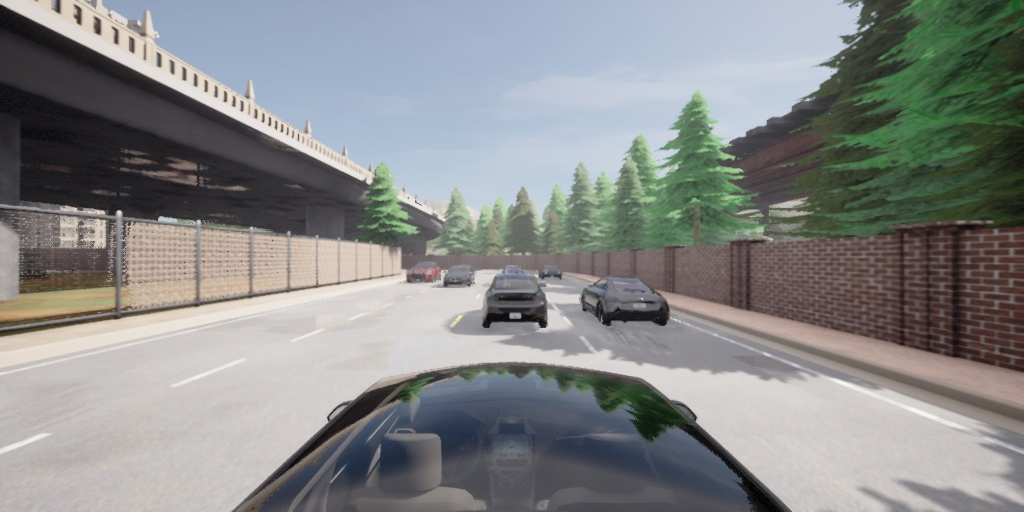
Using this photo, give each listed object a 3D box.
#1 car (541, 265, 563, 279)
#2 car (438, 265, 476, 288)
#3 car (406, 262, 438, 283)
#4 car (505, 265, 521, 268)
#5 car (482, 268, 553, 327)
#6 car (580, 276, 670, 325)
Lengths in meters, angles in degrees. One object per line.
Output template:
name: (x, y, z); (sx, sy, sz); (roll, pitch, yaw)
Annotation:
car: (3.566, 1.530, 34.192); (1.895, 1.301, 4.718); (0, 0, -1)
car: (-3.609, 1.384, 25.219); (1.837, 1.490, 4.892); (0, 0, 0)
car: (-7.125, 1.254, 29.354); (2.097, 1.767, 4.553); (0, 0, 0)
car: (0.068, 1.530, 34.191); (1.895, 1.301, 4.718); (0, 0, -1)
car: (0.090, 1.312, 11.766); (1.837, 1.490, 4.892); (0, 0, 0)
car: (3.591, 1.372, 12.079); (1.994, 1.385, 4.181); (0, 0, 0)
